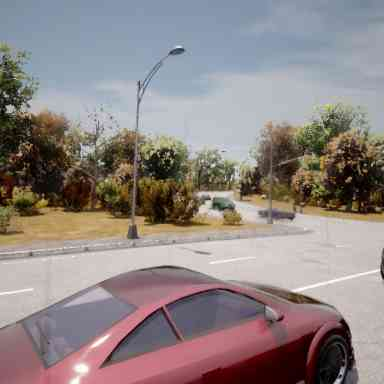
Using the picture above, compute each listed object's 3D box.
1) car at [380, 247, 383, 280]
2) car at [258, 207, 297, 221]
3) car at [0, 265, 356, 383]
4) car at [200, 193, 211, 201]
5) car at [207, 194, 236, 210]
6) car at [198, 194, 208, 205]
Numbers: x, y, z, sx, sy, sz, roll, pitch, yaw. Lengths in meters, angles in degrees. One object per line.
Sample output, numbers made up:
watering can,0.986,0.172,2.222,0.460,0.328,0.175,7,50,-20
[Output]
car,6.996,1.487,8.778,4.553,1.767,2.097,2,-1,-35
car,9.362,2.396,36.785,1.895,1.301,4.718,3,-1,-23
car,-0.028,1.572,3.727,4.181,1.385,1.994,0,0,-36
car,3.203,1.130,78.692,2.128,1.511,4.902,2,2,-1
car,4.653,1.798,49.807,2.150,2.045,5.566,3,0,-16
car,1.413,1.552,63.554,1.837,1.490,4.892,2,3,-10
